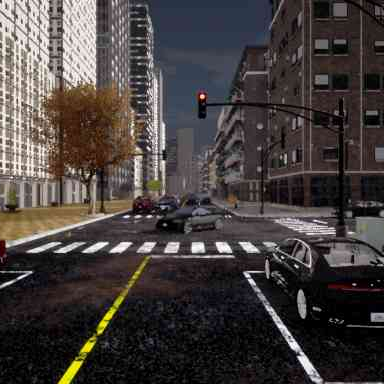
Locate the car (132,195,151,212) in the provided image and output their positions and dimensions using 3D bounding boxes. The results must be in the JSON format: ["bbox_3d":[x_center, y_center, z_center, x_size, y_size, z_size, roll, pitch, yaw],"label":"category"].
[{"bbox_3d":[-5.726,1.336,39.306,2.192,1.841,5.009,0,0,0],"label":"car"}]

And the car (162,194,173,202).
[{"bbox_3d":[-5.758,1.385,77.966,2.192,1.841,5.009,0,0,0],"label":"car"}]

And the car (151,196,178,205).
[{"bbox_3d":[-3.133,1.512,38.486,2.128,1.511,4.902,0,0,0],"label":"car"}]

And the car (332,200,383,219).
[{"bbox_3d":[13.403,1.350,26.340,4.403,1.369,2.008,-1,1,-1],"label":"car"}]

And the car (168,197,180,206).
[{"bbox_3d":[-3.130,1.642,58.435,1.895,1.301,4.718,0,0,0],"label":"car"}]

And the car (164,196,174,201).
[{"bbox_3d":[-5.763,1.632,83.489,2.008,1.369,4.403,0,0,0],"label":"car"}]

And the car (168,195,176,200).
[{"bbox_3d":[-5.772,1.654,94.535,2.008,1.369,4.403,0,0,0],"label":"car"}]

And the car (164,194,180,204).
[{"bbox_3d":[-3.137,1.382,48.364,2.097,1.767,4.553,0,0,0],"label":"car"}]

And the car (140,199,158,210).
[{"bbox_3d":[-5.730,1.592,44.829,1.947,1.339,4.313,0,0,0],"label":"car"}]

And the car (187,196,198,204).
[{"bbox_3d":[0.048,1.608,61.538,1.994,1.385,4.181,0,0,0],"label":"car"}]

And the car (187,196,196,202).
[{"bbox_3d":[-0.067,1.625,78.919,1.994,1.385,4.181,0,0,0],"label":"car"}]

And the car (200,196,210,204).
[{"bbox_3d":[2.632,1.578,67.097,1.752,1.417,4.829,0,0,0],"label":"car"}]

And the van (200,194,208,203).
[{"bbox_3d":[2.627,1.402,72.451,1.690,1.788,3.998,0,0,0],"label":"van"}]

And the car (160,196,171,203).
[{"bbox_3d":[-5.753,1.627,72.444,1.947,1.339,4.313,0,0,0],"label":"car"}]

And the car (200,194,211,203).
[{"bbox_3d":[2.637,1.610,61.404,1.947,1.339,4.313,0,0,0],"label":"car"}]

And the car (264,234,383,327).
[{"bbox_3d":[2.682,1.551,6.925,2.008,1.369,4.403,0,0,0],"label":"car"}]

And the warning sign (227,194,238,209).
[{"bbox_3d":[5.033,1.138,41.440,1.300,1.860,1.060,0,0,0],"label":"warning sign"}]

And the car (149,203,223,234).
[{"bbox_3d":[-0.083,1.570,19.262,1.994,1.385,4.181,0,0,45],"label":"car"}]

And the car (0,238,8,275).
[{"bbox_3d":[-5.698,1.545,6.918,1.887,1.381,4.507,0,0,0],"label":"car"}]
